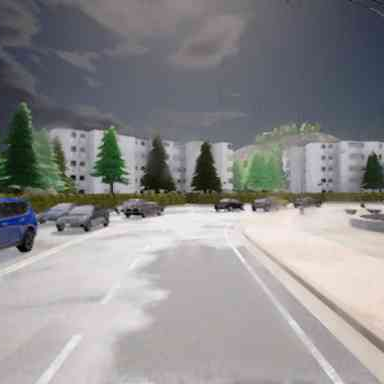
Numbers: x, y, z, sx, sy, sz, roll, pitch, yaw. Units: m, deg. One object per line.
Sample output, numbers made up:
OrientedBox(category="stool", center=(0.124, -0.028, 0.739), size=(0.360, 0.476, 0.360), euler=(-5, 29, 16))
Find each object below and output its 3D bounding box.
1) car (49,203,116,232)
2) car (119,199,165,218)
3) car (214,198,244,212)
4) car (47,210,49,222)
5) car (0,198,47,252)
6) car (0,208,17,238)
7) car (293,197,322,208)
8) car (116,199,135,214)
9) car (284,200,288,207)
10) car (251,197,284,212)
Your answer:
OrientedBox(category="car", center=(-6.495, 1.533, 20.406), size=(1.812, 1.442, 4.674), euler=(0, 0, 7))
OrientedBox(category="car", center=(-4.275, 1.606, 30.133), size=(1.895, 1.301, 4.718), euler=(0, 0, 21))
OrientedBox(category="car", center=(4.438, 1.473, 39.133), size=(1.882, 1.535, 5.008), euler=(0, 0, 34))
OrientedBox(category="car", center=(-9.363, 1.537, 24.714), size=(1.812, 1.442, 4.674), euler=(0, 0, 12))
OrientedBox(category="car", center=(-7.105, 1.230, 10.913), size=(2.150, 2.045, 5.566), euler=(0, 0, -1))
OrientedBox(category="car", center=(-10.446, 1.560, 15.163), size=(2.033, 1.411, 5.357), euler=(0, 0, 2))
OrientedBox(category="car", center=(16.228, 1.474, 46.567), size=(4.902, 1.511, 2.128), euler=(0, 0, -34))
OrientedBox(category="car", center=(-6.107, 1.499, 34.865), size=(2.128, 1.511, 4.902), euler=(0, 0, 24))
OrientedBox(category="car", center=(11.721, 1.464, 47.483), size=(5.008, 1.535, 1.882), euler=(0, 0, -37))
OrientedBox(category="car", center=(8.639, 1.495, 38.928), size=(1.837, 1.490, 4.892), euler=(0, 0, 37))
